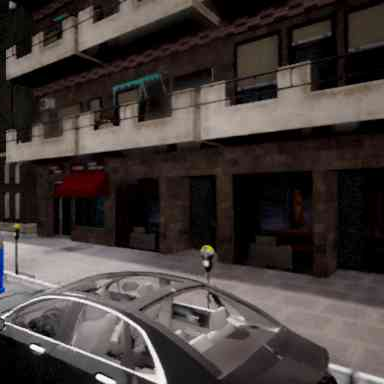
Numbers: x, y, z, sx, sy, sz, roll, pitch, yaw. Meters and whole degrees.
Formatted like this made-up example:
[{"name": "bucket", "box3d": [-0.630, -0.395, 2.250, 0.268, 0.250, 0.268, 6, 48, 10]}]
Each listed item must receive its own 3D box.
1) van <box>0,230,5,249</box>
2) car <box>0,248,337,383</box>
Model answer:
[{"name": "van", "box3d": [-5.448, 1.315, 6.772, 3.998, 1.788, 1.690, 0, 0, 36]}, {"name": "car", "box3d": [-0.853, 1.543, 3.493, 4.403, 1.369, 2.008, 0, 0, 35]}]
